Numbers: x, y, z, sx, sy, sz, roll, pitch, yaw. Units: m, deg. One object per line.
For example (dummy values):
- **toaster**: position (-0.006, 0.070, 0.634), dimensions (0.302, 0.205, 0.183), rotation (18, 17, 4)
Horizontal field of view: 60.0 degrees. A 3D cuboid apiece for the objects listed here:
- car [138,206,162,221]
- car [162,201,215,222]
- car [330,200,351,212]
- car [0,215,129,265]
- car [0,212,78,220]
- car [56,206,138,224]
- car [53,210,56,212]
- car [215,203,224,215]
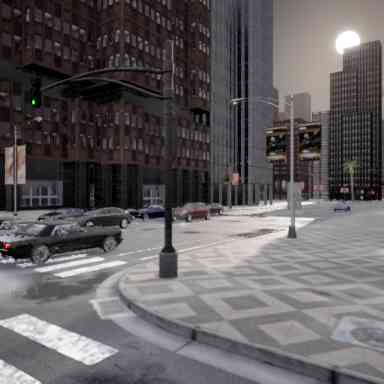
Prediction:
- **car**: position (-3.879, 1.953, 31.037), dimensions (1.895, 1.301, 4.718), rotation (0, -1, 35)
- **car**: position (-0.210, 1.735, 30.585), dimensions (2.097, 1.767, 4.553), rotation (0, -1, 35)
- **car**: position (24.282, 2.428, 53.641), dimensions (2.033, 1.411, 5.357), rotation (0, -1, 34)
- **car**: position (-4.843, 1.740, 12.424), dimensions (1.895, 1.301, 4.718), rotation (0, -1, 35)
- **car**: position (-7.583, 1.733, 14.176), dimensions (1.895, 1.301, 4.718), rotation (0, -1, 35)
- **car**: position (-6.158, 1.738, 22.173), dimensions (1.837, 1.490, 4.892), rotation (0, -1, 35)
- **car**: position (-8.928, 1.790, 23.882), dimensions (1.994, 1.385, 4.181), rotation (0, -1, 35)
- **car**: position (1.993, 2.005, 39.332), dimensions (1.837, 1.490, 4.892), rotation (0, -1, 35)
